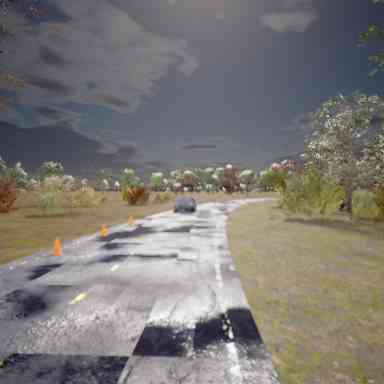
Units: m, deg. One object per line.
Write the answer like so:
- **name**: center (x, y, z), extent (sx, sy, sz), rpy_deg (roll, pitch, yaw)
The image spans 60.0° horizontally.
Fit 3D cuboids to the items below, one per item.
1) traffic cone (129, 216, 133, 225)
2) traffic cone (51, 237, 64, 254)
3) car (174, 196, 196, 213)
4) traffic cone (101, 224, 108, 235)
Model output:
- **traffic cone**: center (-4.032, 1.898, 22.037), extent (0.340, 0.580, 0.340), rpy_deg (0, 0, 6)
- **traffic cone**: center (-4.844, 1.919, 11.949), extent (0.340, 0.580, 0.340), rpy_deg (0, 0, 3)
- **car**: center (-0.721, 1.269, 36.325), extent (2.097, 1.767, 4.553), rpy_deg (0, 0, 5)
- **traffic cone**: center (-4.495, 1.908, 16.998), extent (0.340, 0.580, 0.340), rpy_deg (0, 0, 5)
